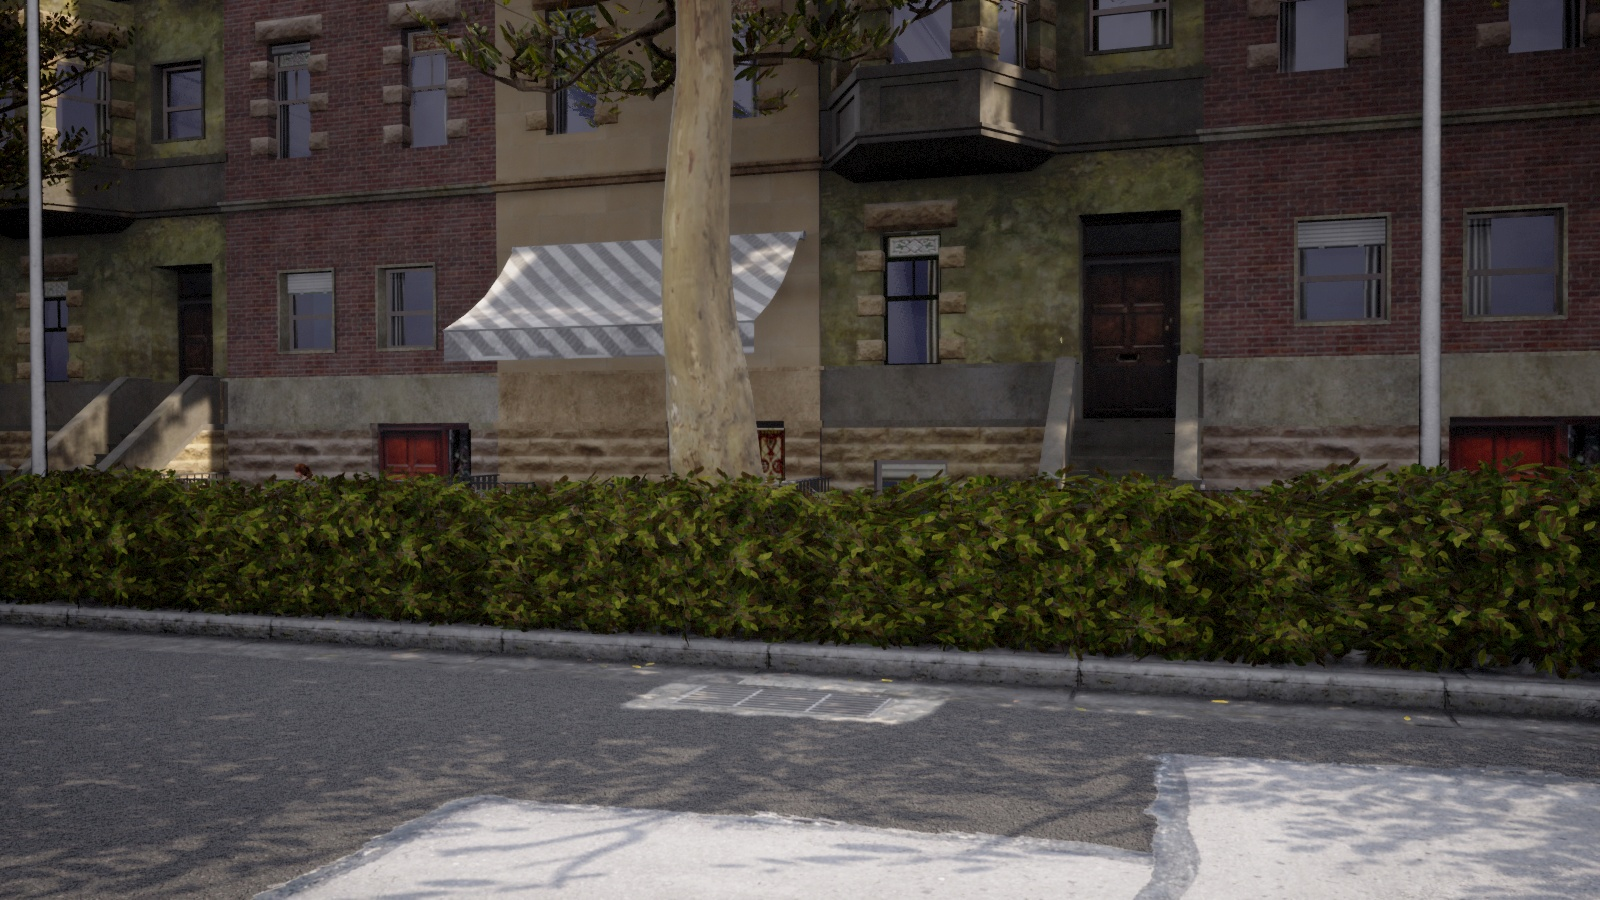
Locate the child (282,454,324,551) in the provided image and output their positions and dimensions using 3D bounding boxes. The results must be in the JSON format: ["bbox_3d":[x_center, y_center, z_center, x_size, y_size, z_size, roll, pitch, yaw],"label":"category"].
[{"bbox_3d":[-5.811,0.606,14.683,0.394,1.110,0.255,1,1,21],"label":"child"}]
